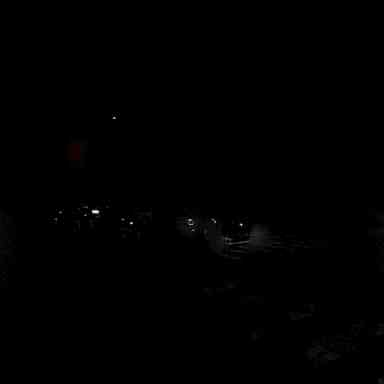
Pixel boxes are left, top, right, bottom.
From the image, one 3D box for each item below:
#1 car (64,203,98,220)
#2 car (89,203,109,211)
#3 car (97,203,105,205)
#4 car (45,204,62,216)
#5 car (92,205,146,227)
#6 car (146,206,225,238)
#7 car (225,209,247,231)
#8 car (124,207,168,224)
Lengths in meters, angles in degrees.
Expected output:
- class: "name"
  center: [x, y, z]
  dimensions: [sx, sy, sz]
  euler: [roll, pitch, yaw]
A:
- class: "car"
  center: [-11.942, 2.214, 35.269]
  dimensions: [1.994, 1.385, 4.181]
  euler: [0, -1, -36]
- class: "car"
  center: [-16.224, 2.634, 58.011]
  dimensions: [1.895, 1.301, 4.718]
  euler: [0, -1, -36]
- class: "car"
  center: [-10.476, 2.230, 38.767]
  dimensions: [2.033, 1.411, 5.357]
  euler: [0, -1, -36]
- class: "car"
  center: [-17.768, 2.332, 43.309]
  dimensions: [2.128, 1.511, 4.902]
  euler: [0, -1, -36]
- class: "car"
  center: [-6.108, 2.009, 27.255]
  dimensions: [2.033, 1.411, 5.357]
  euler: [0, -1, -35]
- class: "car"
  center: [-0.532, 1.636, 19.600]
  dimensions: [2.097, 1.767, 4.553]
  euler: [0, -1, -36]
- class: "car"
  center: [1.570, 1.800, 22.234]
  dimensions: [1.837, 1.490, 4.892]
  euler: [0, -1, -36]
- class: "car"
  center: [-4.257, 2.082, 30.227]
  dimensions: [1.895, 1.301, 4.718]
  euler: [0, -1, -36]
